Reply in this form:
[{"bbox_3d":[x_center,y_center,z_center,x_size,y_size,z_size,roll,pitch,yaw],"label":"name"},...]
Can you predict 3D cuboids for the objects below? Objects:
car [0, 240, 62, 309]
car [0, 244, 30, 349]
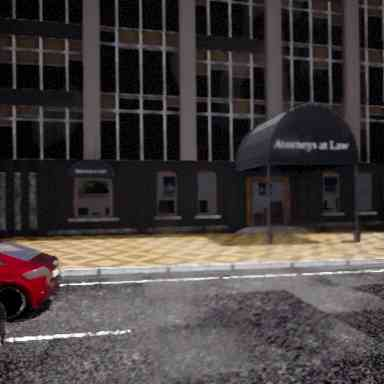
[{"bbox_3d":[-4.806,1.628,6.554,4.181,1.385,1.994,0,-1,-11],"label":"car"},{"bbox_3d":[-4.587,1.513,3.287,4.902,1.511,2.128,0,-1,-11],"label":"car"}]
